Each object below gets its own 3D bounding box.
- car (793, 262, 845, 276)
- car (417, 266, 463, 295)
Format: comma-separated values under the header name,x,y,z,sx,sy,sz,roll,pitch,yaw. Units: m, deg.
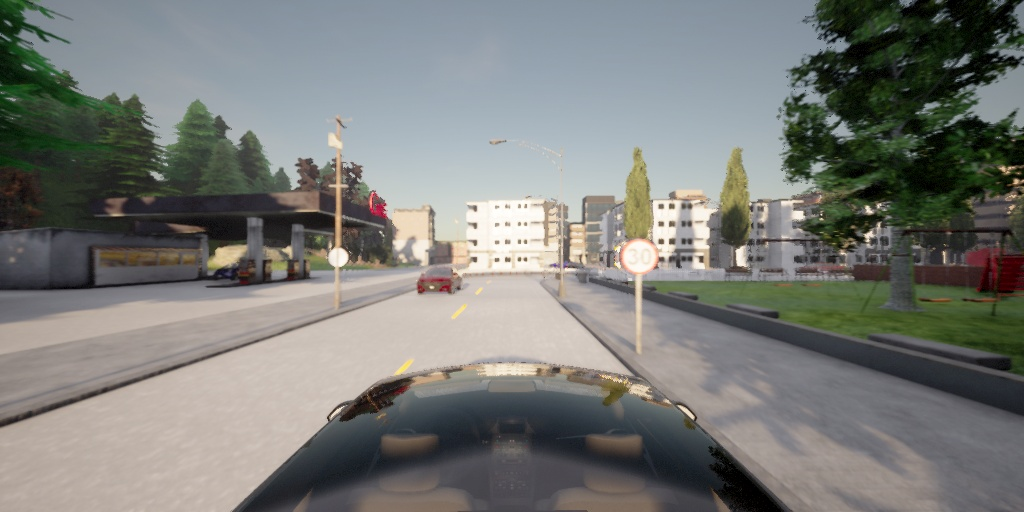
name,x,y,z,sx,sy,sz,roll,pitch,yaw
car,34.225,1.457,40.108,5.008,1.535,1.882,0,0,0
car,-4.066,1.341,20.783,1.882,1.535,5.008,0,0,1
